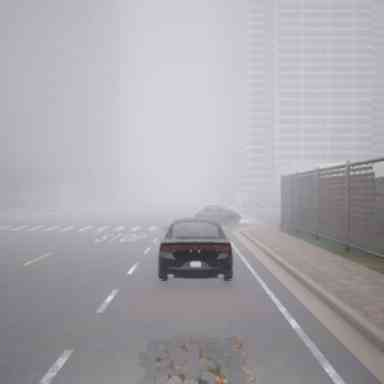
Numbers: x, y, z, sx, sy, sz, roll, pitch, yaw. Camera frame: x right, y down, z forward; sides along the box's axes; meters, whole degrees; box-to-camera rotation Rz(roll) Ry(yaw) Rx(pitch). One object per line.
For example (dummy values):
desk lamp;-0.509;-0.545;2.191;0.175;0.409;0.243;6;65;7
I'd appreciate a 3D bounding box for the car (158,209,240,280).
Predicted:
car;0.093;1.507;10.059;1.882;1.535;5.008;0;0;0

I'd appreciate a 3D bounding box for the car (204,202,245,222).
car;1.844;1.626;23.318;1.994;1.385;4.181;0;0;29
